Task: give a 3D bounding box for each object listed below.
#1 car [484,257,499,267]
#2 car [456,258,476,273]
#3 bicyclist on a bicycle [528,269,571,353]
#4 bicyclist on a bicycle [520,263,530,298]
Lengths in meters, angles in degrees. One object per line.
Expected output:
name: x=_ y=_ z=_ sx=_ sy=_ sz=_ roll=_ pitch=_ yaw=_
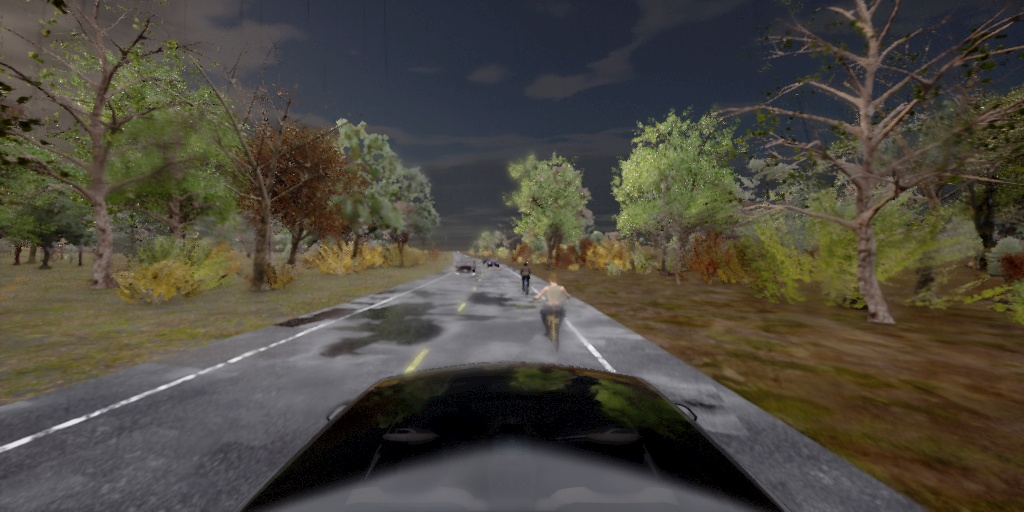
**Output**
car: x=-3.083 y=1.148 z=57.521 sx=1.895 sy=1.301 sz=4.718 roll=0 pitch=0 yaw=-6
car: x=-5.253 y=0.980 z=41.228 sx=2.097 sy=1.767 sz=4.553 roll=0 pitch=0 yaw=-4
bicyclist on a bicycle: x=0.900 y=1.171 z=7.836 sx=0.866 sy=1.612 sz=1.509 roll=0 pitch=0 yaw=-1
bicyclist on a bicycle: x=0.662 y=1.160 z=17.136 sx=0.582 sy=1.620 sz=1.656 roll=0 pitch=0 yaw=-2
